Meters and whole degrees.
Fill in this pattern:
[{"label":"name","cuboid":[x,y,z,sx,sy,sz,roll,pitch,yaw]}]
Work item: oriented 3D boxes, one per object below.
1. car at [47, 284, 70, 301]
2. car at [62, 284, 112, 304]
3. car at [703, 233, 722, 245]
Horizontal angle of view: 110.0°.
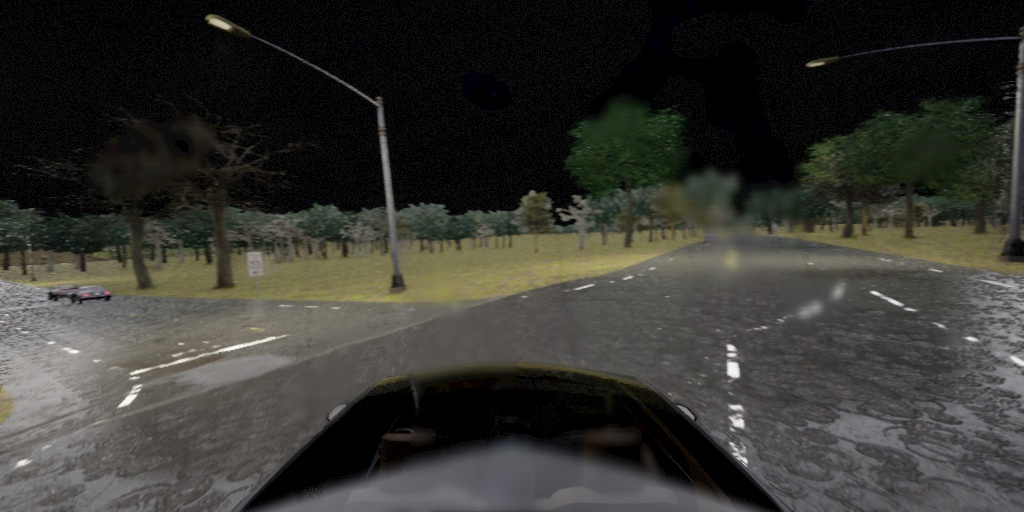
[{"label":"car","cuboid":[-45.712,3.692,36.674,4.902,1.511,2.128,-3,3,31]},{"label":"car","cuboid":[-36.791,3.324,31.264,5.357,1.411,2.033,-3,3,32]},{"label":"car","cuboid":[24.921,-2.102,44.515,2.033,1.411,5.357,0,4,31]}]
